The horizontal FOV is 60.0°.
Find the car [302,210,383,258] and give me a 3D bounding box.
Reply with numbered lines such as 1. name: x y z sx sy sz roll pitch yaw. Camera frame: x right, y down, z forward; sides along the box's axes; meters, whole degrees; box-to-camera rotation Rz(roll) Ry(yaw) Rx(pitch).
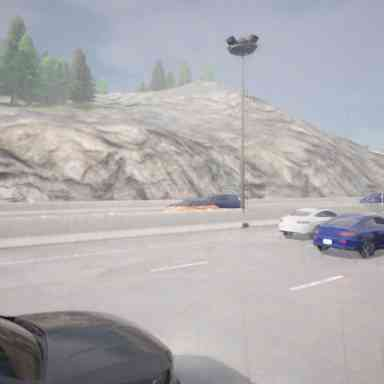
1. car: 6.493 1.526 12.673 4.674 1.442 1.812 0 0 -36

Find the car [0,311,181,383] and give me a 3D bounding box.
1. car: -2.331 1.505 2.083 4.892 1.490 1.837 0 0 -35

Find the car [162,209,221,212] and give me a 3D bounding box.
1. car: -0.112 1.353 25.402 4.553 1.767 2.097 0 0 -35

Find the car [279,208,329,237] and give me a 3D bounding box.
1. car: 6.376 1.526 16.888 4.674 1.442 1.812 0 0 -36

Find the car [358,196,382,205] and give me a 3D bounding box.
1. car: 33.264 1.481 61.976 5.008 1.535 1.882 0 0 -35
